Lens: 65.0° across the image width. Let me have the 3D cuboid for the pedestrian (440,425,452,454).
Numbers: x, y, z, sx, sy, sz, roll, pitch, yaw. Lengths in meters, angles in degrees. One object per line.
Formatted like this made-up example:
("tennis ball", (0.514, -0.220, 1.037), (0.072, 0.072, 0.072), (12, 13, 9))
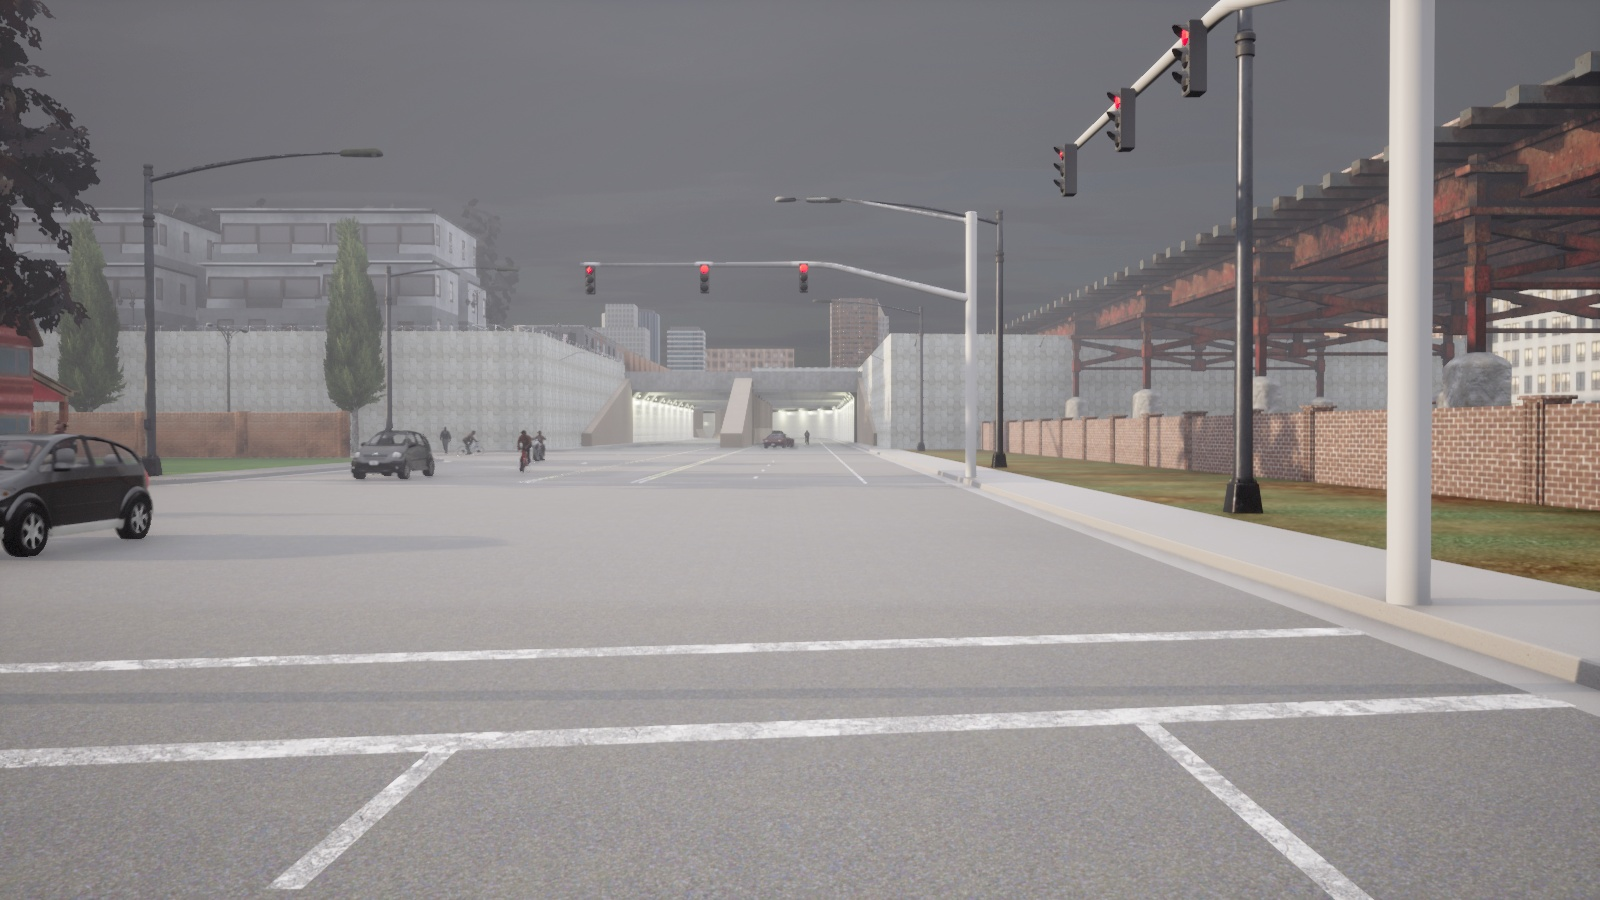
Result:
("pedestrian", (-23.068, -0.695, 81.762), (0.563, 1.883, 0.849), (0, 1, -2))

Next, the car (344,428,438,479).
("car", (-13.750, 0.080, 42.462), (1.851, 1.617, 3.988), (0, 1, 0))

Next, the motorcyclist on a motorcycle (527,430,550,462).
("motorcyclist on a motorcycle", (-13.602, -0.226, 65.399), (0.766, 1.649, 2.350), (0, 1, -1))

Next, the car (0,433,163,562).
("car", (-10.392, 0.542, 16.858), (1.789, 1.549, 3.705), (0, 1, 0))
